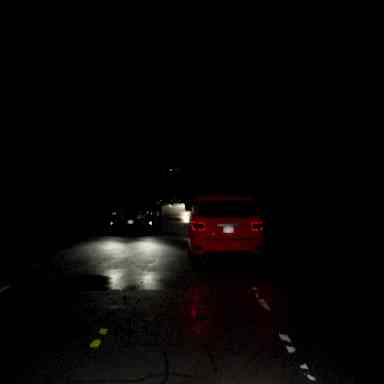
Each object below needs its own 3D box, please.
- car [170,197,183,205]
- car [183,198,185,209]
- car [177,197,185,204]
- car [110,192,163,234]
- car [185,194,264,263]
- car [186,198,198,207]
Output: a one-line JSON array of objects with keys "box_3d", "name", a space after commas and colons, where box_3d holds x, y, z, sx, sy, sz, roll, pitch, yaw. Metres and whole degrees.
[{"box_3d": [-2.814, 1.563, 59.774, 1.882, 1.535, 5.008, 0, -1, 0], "name": "car"}, {"box_3d": [0.063, 1.378, 41.327, 1.812, 1.442, 4.674, 0, -1, -2], "name": "car"}, {"box_3d": [-2.761, 2.207, 85.651, 1.882, 1.535, 5.008, 0, -2, 0], "name": "car"}, {"box_3d": [-2.853, 1.008, 18.149, 2.150, 2.045, 5.566, 0, 0, 0], "name": "car"}, {"box_3d": [0.961, 1.063, 11.412, 2.150, 2.045, 5.566, 0, 1, 0], "name": "car"}, {"box_3d": [-0.007, 1.562, 51.271, 1.895, 1.301, 4.718, 0, -1, 0], "name": "car"}]
